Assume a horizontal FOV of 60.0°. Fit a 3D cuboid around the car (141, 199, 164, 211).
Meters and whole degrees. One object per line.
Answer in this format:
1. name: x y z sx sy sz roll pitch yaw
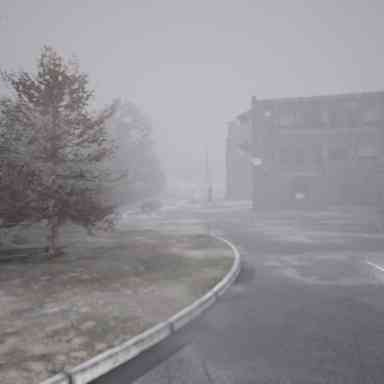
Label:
1. car: -5.263 1.663 44.629 1.837 1.490 4.892 -2 3 13
